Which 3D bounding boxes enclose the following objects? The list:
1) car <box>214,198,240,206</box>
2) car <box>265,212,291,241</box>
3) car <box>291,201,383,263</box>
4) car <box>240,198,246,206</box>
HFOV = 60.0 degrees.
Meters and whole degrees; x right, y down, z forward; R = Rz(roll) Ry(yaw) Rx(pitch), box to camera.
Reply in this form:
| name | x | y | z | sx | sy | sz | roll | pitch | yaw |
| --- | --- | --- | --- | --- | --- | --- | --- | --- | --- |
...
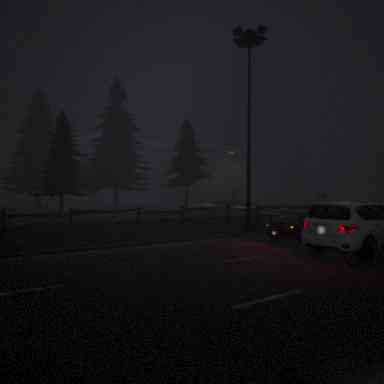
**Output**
| name | x | y | z | sx | sy | sz | roll | pitch | yaw |
| --- | --- | --- | --- | --- | --- | --- | --- | --- | --- |
| car | 6.302 | 2.071 | 63.386 | 1.895 | 1.301 | 4.718 | 1 | 0 | -35 |
| car | 5.622 | 1.683 | 16.449 | 4.674 | 1.442 | 1.812 | 1 | 0 | -35 |
| car | 6.585 | 1.368 | 12.851 | 5.566 | 2.045 | 2.150 | 0 | 0 | -35 |
| car | 9.311 | 2.017 | 65.187 | 1.837 | 1.490 | 4.892 | 1 | -1 | -35 |
